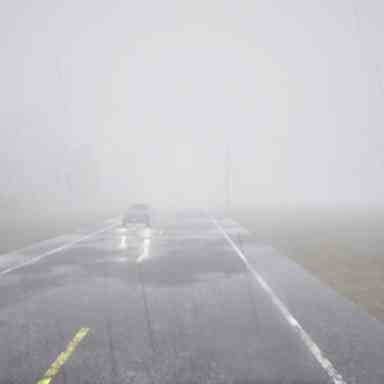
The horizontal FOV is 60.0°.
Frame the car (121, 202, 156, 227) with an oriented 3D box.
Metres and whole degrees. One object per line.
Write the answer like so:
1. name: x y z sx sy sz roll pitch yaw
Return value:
1. car: -3.593 1.506 23.011 1.837 1.490 4.892 0 0 0
